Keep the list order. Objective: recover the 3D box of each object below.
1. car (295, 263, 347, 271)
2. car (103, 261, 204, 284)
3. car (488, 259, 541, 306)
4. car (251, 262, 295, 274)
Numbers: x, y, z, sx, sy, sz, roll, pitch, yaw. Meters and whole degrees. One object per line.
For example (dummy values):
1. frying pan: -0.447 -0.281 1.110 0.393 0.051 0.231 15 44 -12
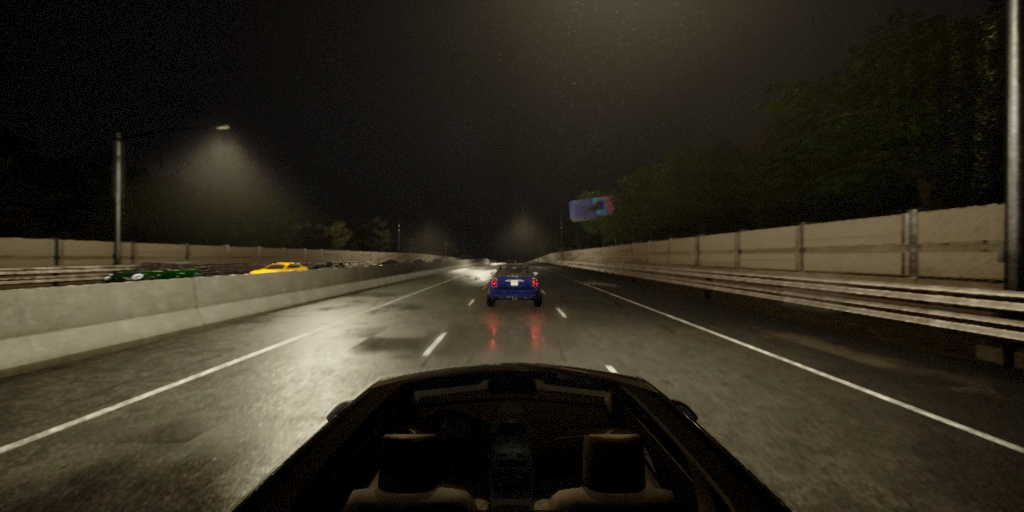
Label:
1. car: -14.081 1.282 27.481 1.837 1.490 4.892 0 -1 0
2. car: -21.089 1.116 21.327 2.097 1.767 4.553 0 0 0
3. car: 0.100 1.109 16.017 2.097 1.767 4.553 0 0 0
4. car: -17.585 1.252 27.411 1.882 1.535 5.008 0 0 0
